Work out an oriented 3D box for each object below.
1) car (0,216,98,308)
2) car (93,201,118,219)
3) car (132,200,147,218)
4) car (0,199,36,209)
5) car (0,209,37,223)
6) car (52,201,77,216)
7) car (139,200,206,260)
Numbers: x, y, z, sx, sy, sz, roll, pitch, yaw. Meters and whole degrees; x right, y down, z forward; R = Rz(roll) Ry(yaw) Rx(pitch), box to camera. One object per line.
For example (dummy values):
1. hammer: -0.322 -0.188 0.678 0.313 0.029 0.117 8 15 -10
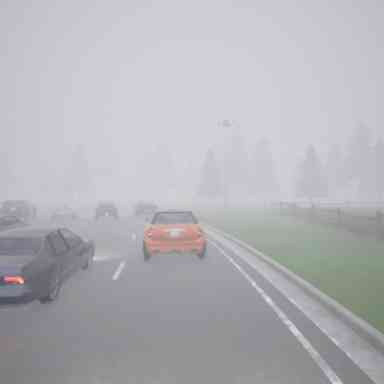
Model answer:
1. car: -3.806 1.556 8.138 2.033 1.411 5.357 0 0 -3
2. car: -7.570 1.534 29.329 1.837 1.490 4.892 0 0 -16
3. car: -4.450 1.509 31.102 1.882 1.535 5.008 0 0 -16
4. car: -14.389 1.381 27.668 2.097 1.767 4.553 0 0 -16
5. car: -7.839 1.578 13.348 1.994 1.385 4.181 0 0 -7
6. car: -11.252 1.556 29.425 1.812 1.442 4.674 0 0 -17
7. car: -0.743 1.365 12.755 2.097 1.767 4.553 0 0 -5
